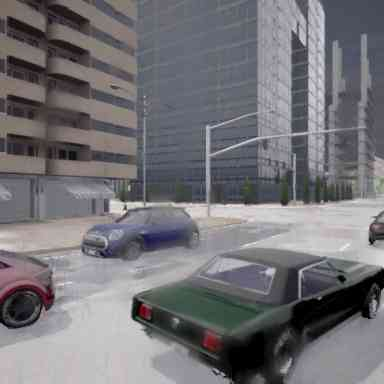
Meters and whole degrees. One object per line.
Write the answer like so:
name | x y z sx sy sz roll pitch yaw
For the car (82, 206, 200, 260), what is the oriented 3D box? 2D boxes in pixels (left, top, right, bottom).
car | -1.751 1.357 12.405 2.097 1.767 4.553 0 0 41

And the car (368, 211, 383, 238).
car | 9.140 1.537 14.896 1.812 1.442 4.674 0 0 36

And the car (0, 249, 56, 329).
car | -4.467 1.564 5.343 4.181 1.385 1.994 0 0 -38

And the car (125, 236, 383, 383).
car | 1.481 1.604 5.469 4.718 1.301 1.895 0 0 -43
